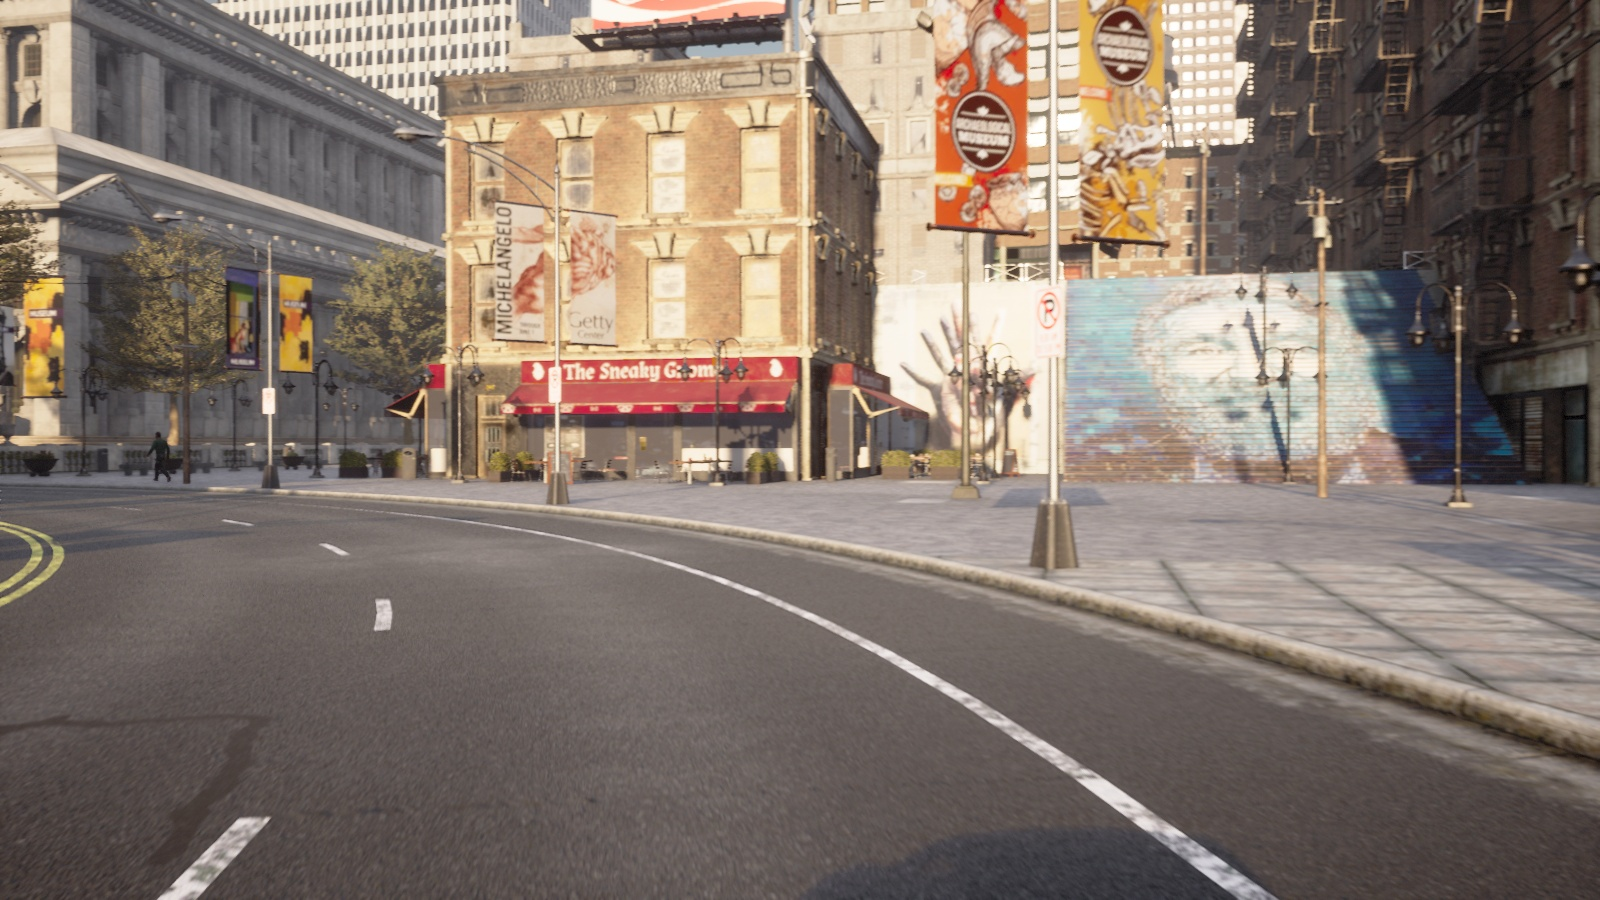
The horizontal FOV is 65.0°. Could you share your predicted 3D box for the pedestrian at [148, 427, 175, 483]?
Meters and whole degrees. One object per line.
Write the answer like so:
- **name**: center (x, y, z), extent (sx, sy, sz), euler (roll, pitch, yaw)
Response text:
- **pedestrian**: center (-22.314, 0.162, 43.888), extent (0.788, 1.949, 0.423), euler (0, 0, 20)
